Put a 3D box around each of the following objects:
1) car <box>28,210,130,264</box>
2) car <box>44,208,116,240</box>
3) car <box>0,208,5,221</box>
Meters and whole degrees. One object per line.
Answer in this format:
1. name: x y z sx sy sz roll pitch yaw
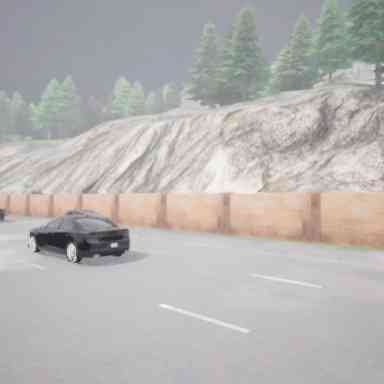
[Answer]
1. car: -4.418 1.619 12.614 5.008 1.535 1.882 0 -1 41
2. car: -6.511 1.739 19.120 4.674 1.442 1.812 -1 -1 41
3. car: -18.285 1.810 29.421 5.008 1.535 1.882 -1 -1 41
